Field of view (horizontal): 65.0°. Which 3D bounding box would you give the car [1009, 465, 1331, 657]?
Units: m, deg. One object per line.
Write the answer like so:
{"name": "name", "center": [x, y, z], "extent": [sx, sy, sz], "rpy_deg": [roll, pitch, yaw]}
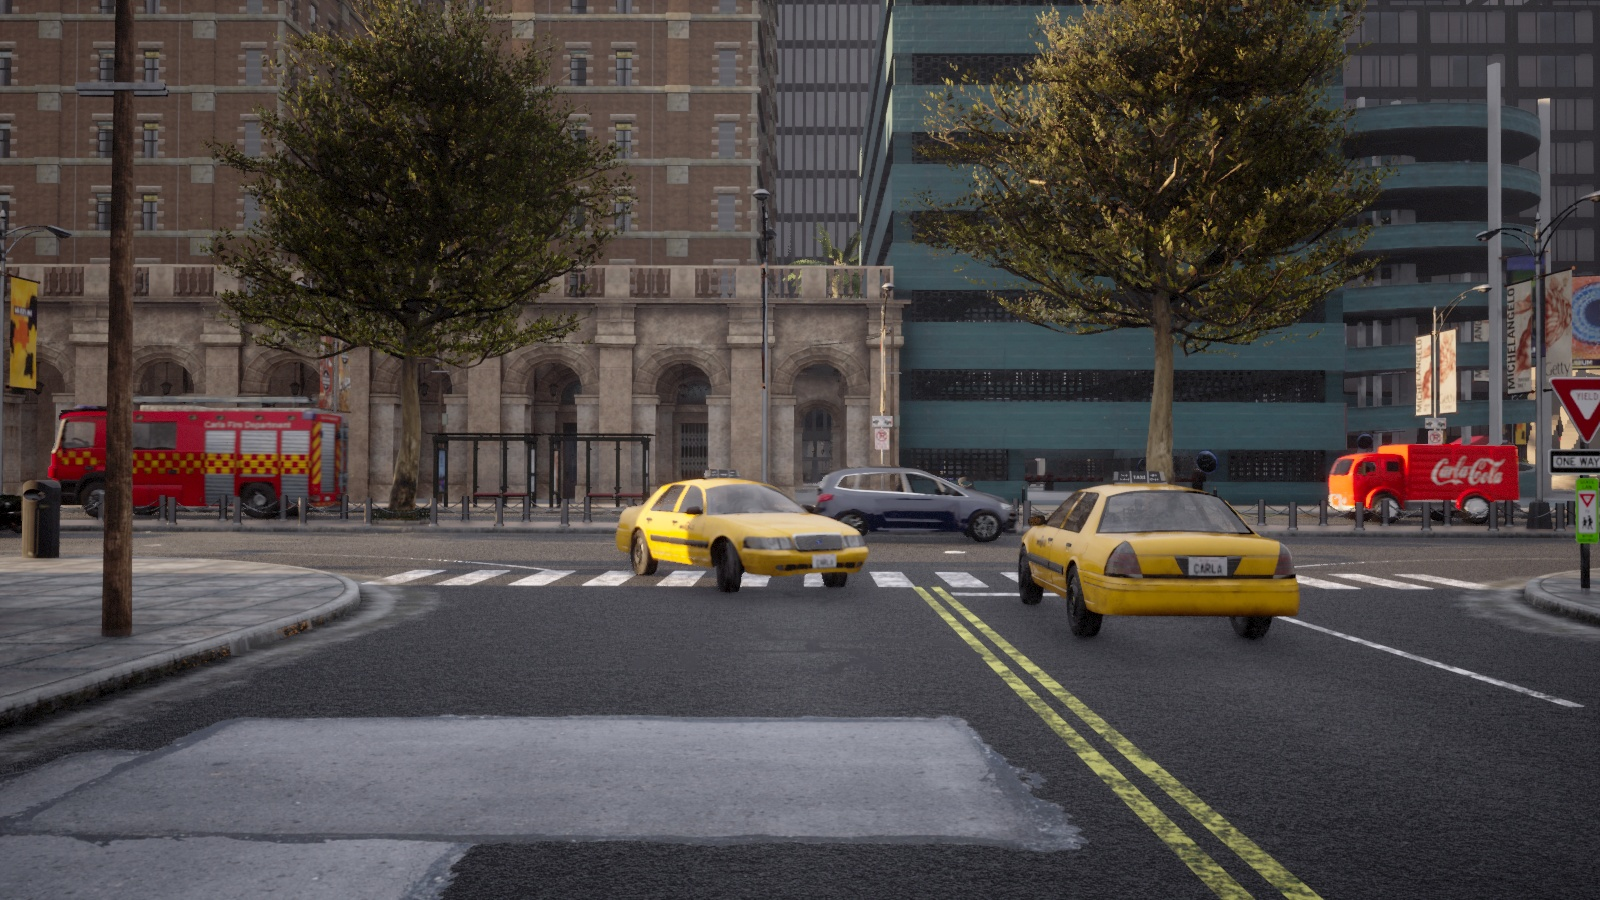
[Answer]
{"name": "car", "center": [3.494, 0.958, 13.032], "extent": [1.801, 1.575, 5.366], "rpy_deg": [0, -1, 1]}

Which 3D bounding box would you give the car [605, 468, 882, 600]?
{"name": "car", "center": [-1.023, 1.058, 17.914], "extent": [1.801, 1.575, 5.366], "rpy_deg": [0, -1, -28]}

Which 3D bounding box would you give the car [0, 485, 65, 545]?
{"name": "car", "center": [-19.770, 1.477, 28.822], "extent": [4.718, 1.301, 1.895], "rpy_deg": [0, -1, 1]}

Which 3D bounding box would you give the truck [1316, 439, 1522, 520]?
{"name": "truck", "center": [19.494, 0.916, 39.781], "extent": [5.204, 2.467, 2.627], "rpy_deg": [0, -1, 1]}

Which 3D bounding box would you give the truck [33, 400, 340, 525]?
{"name": "truck", "center": [-19.531, 0.404, 40.331], "extent": [8.468, 3.827, 2.891], "rpy_deg": [0, -1, 1]}

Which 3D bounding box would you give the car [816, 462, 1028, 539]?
{"name": "car", "center": [2.672, 1.126, 28.508], "extent": [4.611, 1.667, 2.242], "rpy_deg": [0, -1, 1]}
